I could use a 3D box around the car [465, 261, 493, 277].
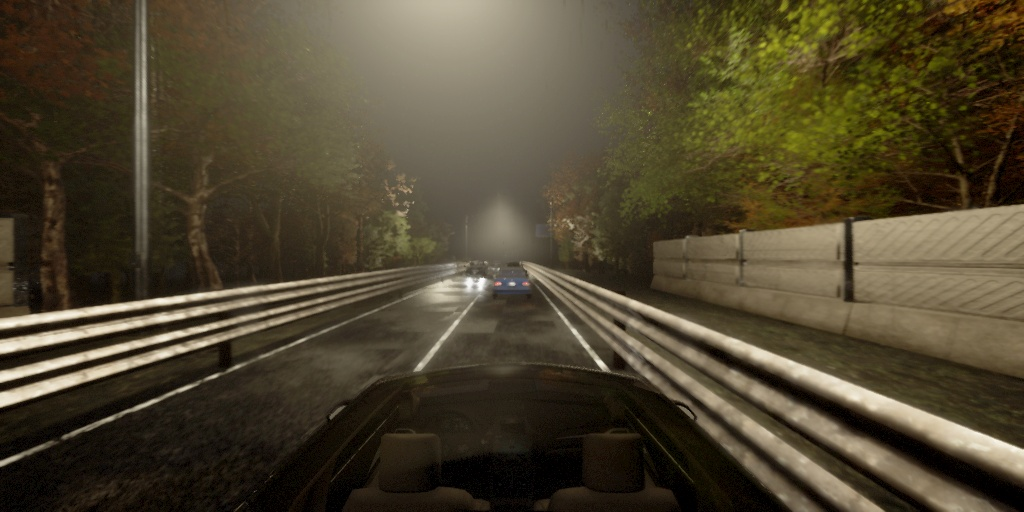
[{"bbox_3d":[-3.340,1.243,34.687,2.128,1.511,4.902,0,0,0],"label":"car"}]

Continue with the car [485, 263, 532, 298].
[{"bbox_3d":[0.017,1.243,17.859,2.033,1.411,5.357,0,0,0],"label":"car"}]

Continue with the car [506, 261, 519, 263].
[{"bbox_3d":[0.075,1.276,37.502,1.837,1.490,4.892,0,-1,0],"label":"car"}]
